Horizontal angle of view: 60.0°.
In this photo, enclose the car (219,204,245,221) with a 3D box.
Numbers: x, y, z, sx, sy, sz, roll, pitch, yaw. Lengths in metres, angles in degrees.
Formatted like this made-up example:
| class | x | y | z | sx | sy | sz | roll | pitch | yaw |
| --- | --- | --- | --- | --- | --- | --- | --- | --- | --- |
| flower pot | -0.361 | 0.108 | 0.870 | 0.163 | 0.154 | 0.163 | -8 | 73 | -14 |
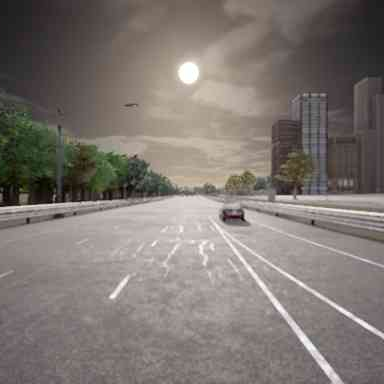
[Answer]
| class | x | y | z | sx | sy | sz | roll | pitch | yaw |
| --- | --- | --- | --- | --- | --- | --- | --- | --- | --- |
| car | 3.554 | 1.796 | 30.094 | 2.163 | 1.488 | 4.792 | 0 | -1 | -1 |
